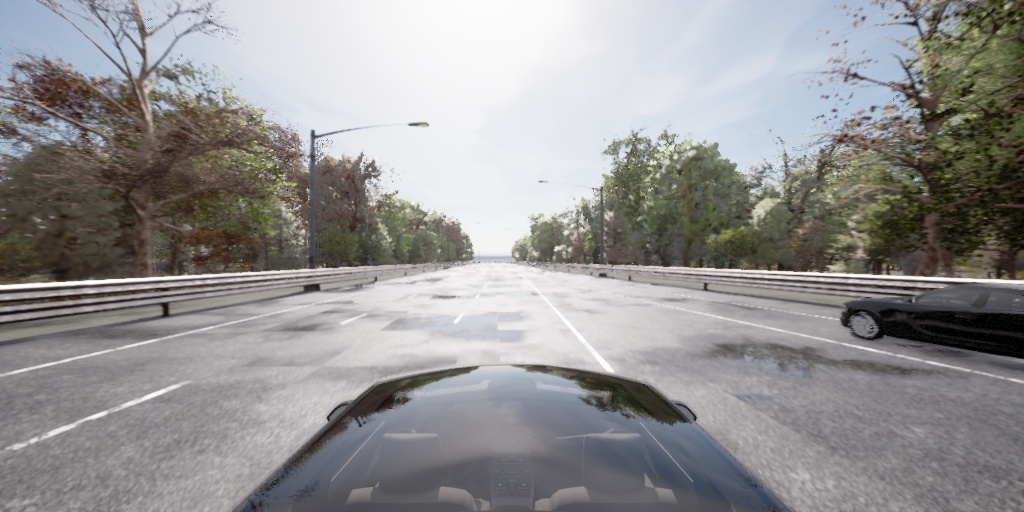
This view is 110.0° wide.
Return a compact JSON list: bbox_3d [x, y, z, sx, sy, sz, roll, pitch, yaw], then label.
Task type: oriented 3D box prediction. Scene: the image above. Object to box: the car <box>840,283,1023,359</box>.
[{"bbox_3d":[9.909,1.300,7.455,1.882,1.535,5.008,0,0,-11],"label":"car"}]
